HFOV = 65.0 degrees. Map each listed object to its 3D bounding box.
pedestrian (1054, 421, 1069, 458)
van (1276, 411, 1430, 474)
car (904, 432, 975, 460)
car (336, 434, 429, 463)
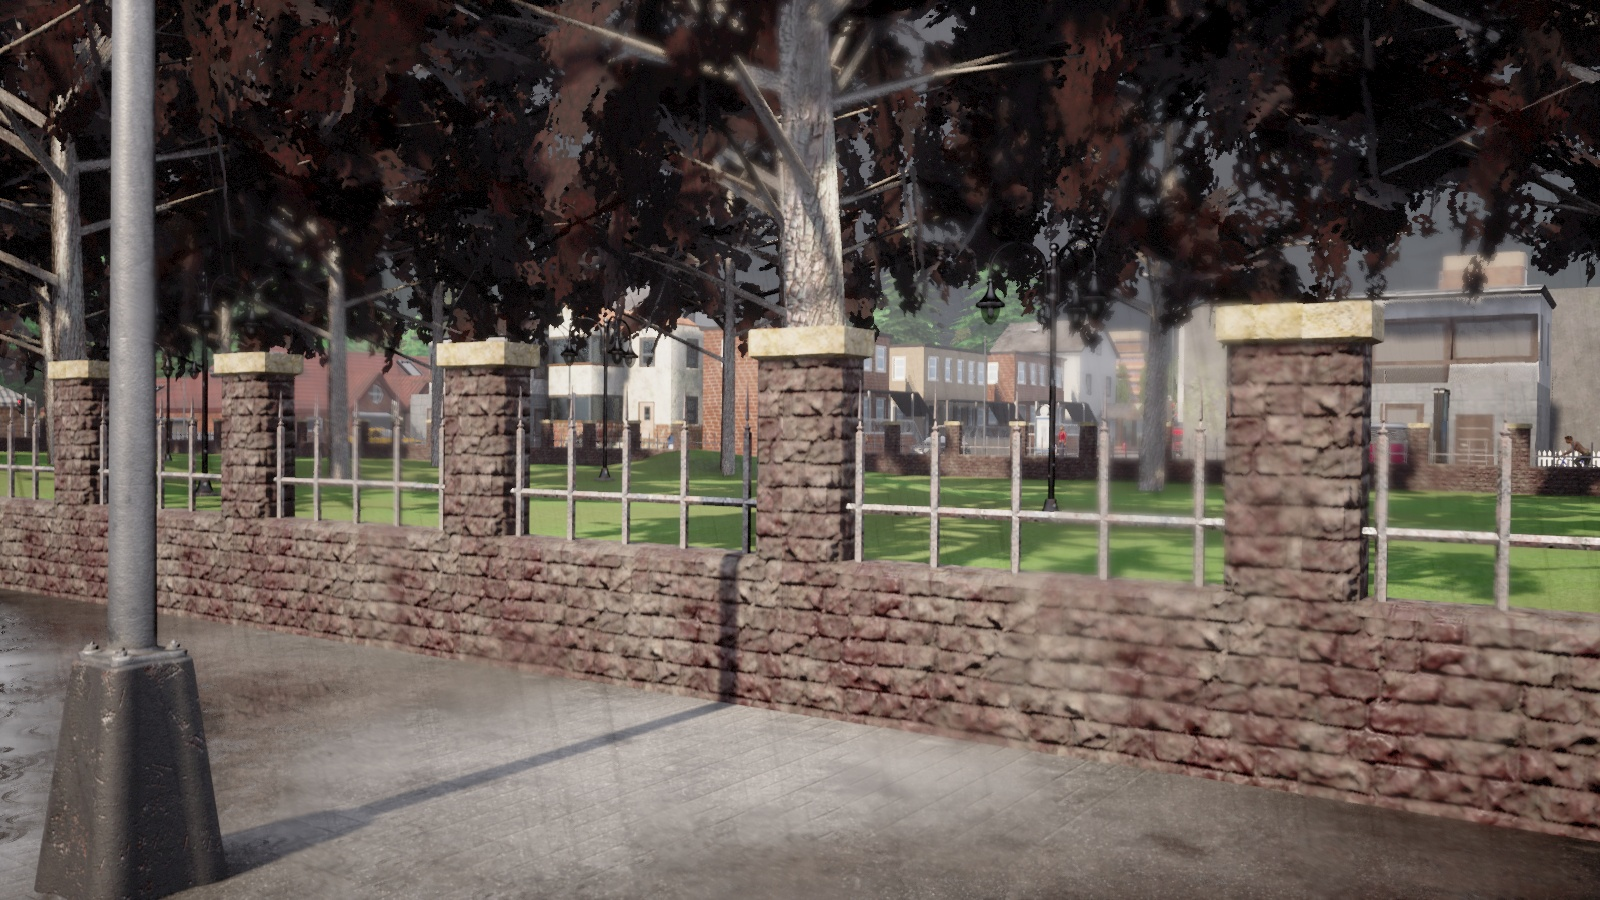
[{"bbox_3d":[13.126,-0.549,63.045,0.636,1.846,0.331,-1,1,-24],"label":"pedestrian"},{"bbox_3d":[18.299,-0.253,41.614,4.442,1.987,1.775,0,1,34],"label":"van"},{"bbox_3d":[7.489,-0.241,67.179,1.812,1.442,4.674,0,1,34],"label":"car"},{"bbox_3d":[-23.011,-0.090,69.090,5.366,1.575,1.801,0,1,32],"label":"car"}]
